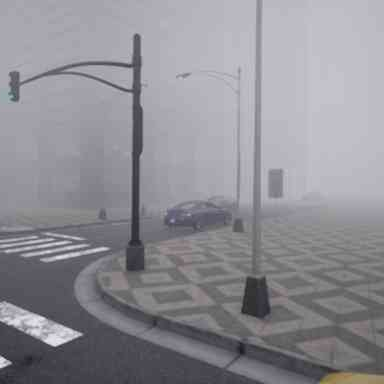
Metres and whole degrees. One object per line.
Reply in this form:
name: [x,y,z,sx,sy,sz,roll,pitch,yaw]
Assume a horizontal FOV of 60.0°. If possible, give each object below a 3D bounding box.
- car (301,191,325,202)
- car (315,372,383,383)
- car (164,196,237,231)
car: [16.815,0.621,45.974,2.033,1.411,5.357,1,1,36]
car: [2.594,1.539,1.119,4.829,1.417,1.752,1,1,35]
car: [0.402,1.162,17.760,1.812,1.442,4.674,1,1,35]
